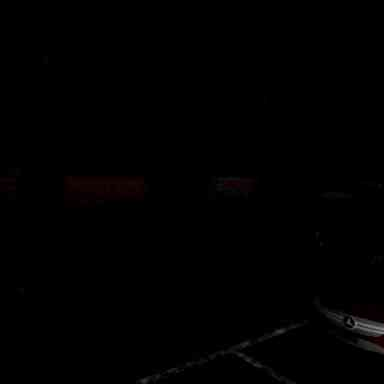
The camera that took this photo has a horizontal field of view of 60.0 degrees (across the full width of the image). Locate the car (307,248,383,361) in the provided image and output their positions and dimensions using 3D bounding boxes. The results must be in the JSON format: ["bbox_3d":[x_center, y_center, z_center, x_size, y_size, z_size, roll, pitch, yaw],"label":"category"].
[{"bbox_3d":[3.672,1.566,5.405,4.206,1.307,1.802,0,0,-35],"label":"car"}]
